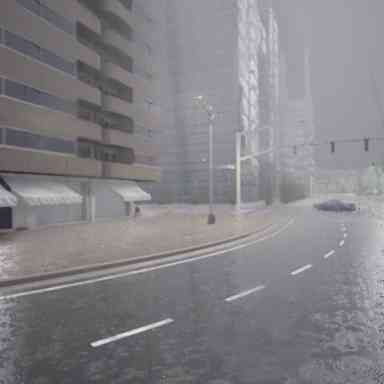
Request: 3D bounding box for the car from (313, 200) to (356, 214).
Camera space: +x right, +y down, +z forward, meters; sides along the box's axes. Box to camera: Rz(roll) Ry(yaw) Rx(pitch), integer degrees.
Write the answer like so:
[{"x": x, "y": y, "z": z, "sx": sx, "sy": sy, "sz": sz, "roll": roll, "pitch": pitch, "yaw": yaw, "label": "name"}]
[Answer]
[{"x": 15.666, "y": 1.563, "z": 36.772, "sx": 1.812, "sy": 1.442, "sz": 4.674, "roll": 0, "pitch": -1, "yaw": -29, "label": "car"}]
